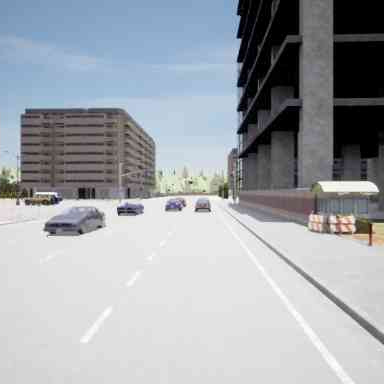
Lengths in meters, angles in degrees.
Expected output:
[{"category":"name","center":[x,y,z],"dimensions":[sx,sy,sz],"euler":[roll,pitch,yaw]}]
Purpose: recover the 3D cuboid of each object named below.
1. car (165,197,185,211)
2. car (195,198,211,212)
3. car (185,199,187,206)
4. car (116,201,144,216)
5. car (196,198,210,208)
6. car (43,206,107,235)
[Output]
[{"category":"car","center":[-2.156,1.526,40.287],"dimensions":[1.812,1.442,4.674],"euler":[0,0,2]},{"category":"car","center":[1.296,1.547,38.886],"dimensions":[2.033,1.411,5.357],"euler":[0,0,3]},{"category":"car","center":[-1.850,1.526,50.466],"dimensions":[1.812,1.442,4.674],"euler":[0,0,2]},{"category":"car","center":[-6.032,1.601,32.843],"dimensions":[1.895,1.301,4.718],"euler":[0,0,2]},{"category":"car","center":[1.610,1.564,49.210],"dimensions":[1.994,1.385,4.181],"euler":[0,0,2]},{"category":"car","center":[-6.488,1.548,19.204],"dimensions":[2.033,1.411,5.357],"euler":[0,0,2]}]
